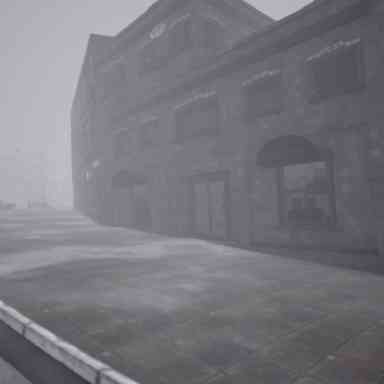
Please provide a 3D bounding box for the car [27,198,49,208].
[{"bbox_3d":[-23.974,1.710,51.750,1.812,1.442,4.674,-3,-1,-2],"label":"car"}]

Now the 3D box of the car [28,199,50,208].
[{"bbox_3d":[-27.850,2.062,60.674,1.994,1.385,4.181,-3,-1,-2],"label":"car"}]

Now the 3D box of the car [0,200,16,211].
[{"bbox_3d":[-23.203,1.669,40.318,1.895,1.301,4.718,-3,0,-4],"label":"car"}]
